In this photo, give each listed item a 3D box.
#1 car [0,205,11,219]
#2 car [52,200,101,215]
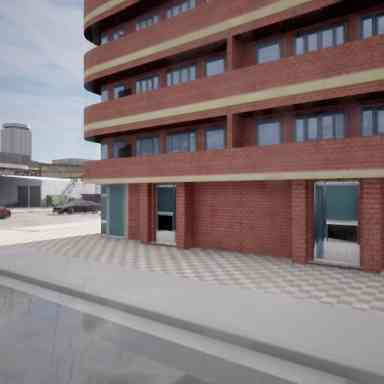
[{"bbox_3d":[-17.013,1.564,26.880,1.994,1.385,4.181,0,0,34],"label":"car"},{"bbox_3d":[-11.704,1.547,34.608,2.033,1.411,5.357,0,0,34],"label":"car"}]
